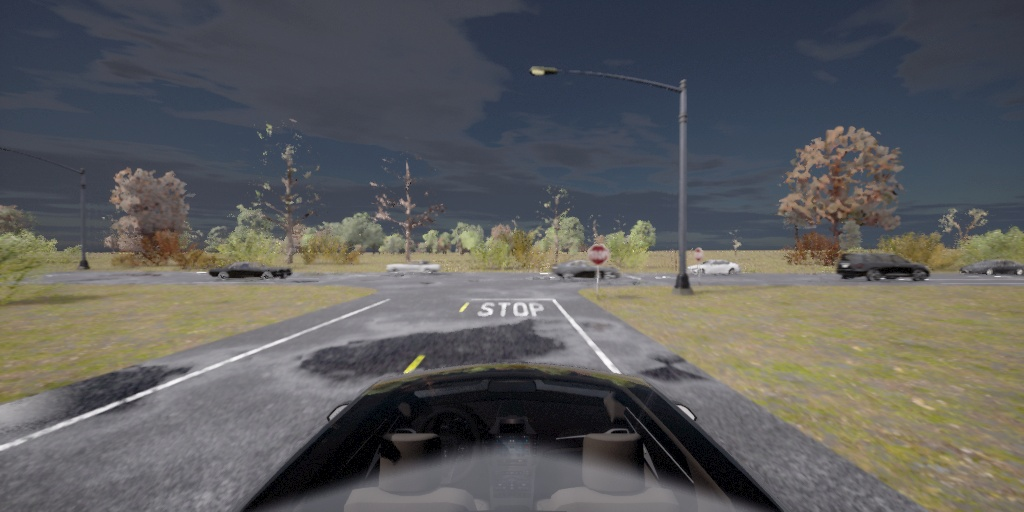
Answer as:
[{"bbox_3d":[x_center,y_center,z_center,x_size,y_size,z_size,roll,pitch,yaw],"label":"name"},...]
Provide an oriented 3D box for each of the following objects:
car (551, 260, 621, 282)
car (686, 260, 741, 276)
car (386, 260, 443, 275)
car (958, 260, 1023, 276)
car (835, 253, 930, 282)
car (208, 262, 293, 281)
[{"bbox_3d":[5.219,1.016,25.503,4.902,1.511,2.128,0,1,-2],"label":"car"},{"bbox_3d":[18.420,1.068,32.886,4.674,1.442,1.812,-1,1,-2],"label":"car"},{"bbox_3d":[-8.733,1.007,32.182,4.718,1.301,1.895,0,1,-2],"label":"car"},{"bbox_3d":[45.053,1.128,33.662,4.892,1.490,1.837,-2,1,-2],"label":"car"},{"bbox_3d":[26.846,0.823,26.117,5.566,2.045,2.150,0,1,-2],"label":"car"},{"bbox_3d":[-17.988,1.050,24.911,4.718,1.301,1.895,0,1,-2],"label":"car"}]
